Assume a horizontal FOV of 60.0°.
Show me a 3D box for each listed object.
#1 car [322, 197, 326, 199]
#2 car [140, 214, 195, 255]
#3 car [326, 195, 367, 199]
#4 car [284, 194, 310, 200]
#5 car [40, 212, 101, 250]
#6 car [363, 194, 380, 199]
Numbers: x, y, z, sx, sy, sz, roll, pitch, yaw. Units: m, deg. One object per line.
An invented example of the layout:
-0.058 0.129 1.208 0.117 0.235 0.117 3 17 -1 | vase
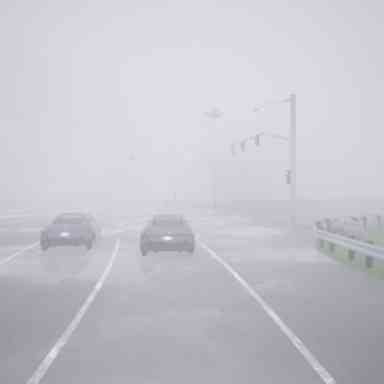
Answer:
22.123 1.400 53.557 4.674 1.442 1.812 0 0 -12 | car
-0.903 1.552 13.352 1.994 1.385 4.181 0 0 -2 | car
23.360 1.475 50.263 4.718 1.301 1.895 0 0 -12 | car
18.854 1.228 59.981 4.553 1.767 2.097 0 0 -12 | car
-5.137 1.566 14.485 1.994 1.385 4.181 0 0 -10 | car
33.296 1.185 63.289 4.553 1.767 2.097 0 0 -15 | car
